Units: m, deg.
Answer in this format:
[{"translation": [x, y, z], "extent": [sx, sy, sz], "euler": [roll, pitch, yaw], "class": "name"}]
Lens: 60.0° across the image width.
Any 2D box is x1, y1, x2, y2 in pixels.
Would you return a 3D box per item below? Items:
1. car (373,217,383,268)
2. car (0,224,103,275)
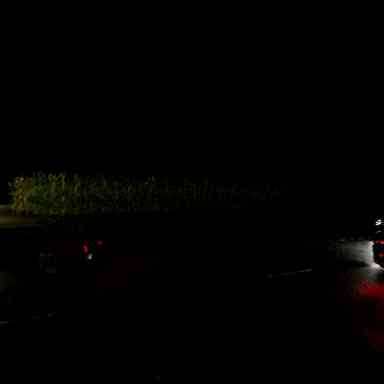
[{"translation": [7.524, 1.584, 10.089], "extent": [4.892, 1.490, 1.837], "euler": [0, 0, -31], "class": "car"}, {"translation": [-5.263, 1.640, 10.056], "extent": [4.718, 1.301, 1.895], "euler": [0, 0, 1], "class": "car"}]
